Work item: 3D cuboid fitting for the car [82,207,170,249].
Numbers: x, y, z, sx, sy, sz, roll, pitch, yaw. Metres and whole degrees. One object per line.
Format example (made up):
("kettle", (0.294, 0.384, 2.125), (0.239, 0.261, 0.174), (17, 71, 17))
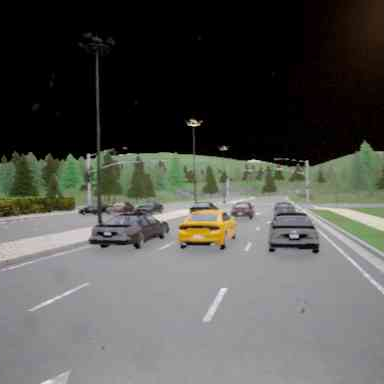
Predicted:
("car", (-2.679, 1.688, 15.483), (2.033, 1.411, 5.357), (-1, 0, 15))

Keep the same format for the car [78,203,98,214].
("car", (-11.702, 2.002, 40.795), (2.033, 1.411, 5.357), (-1, 0, 14))

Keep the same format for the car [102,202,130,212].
("car", (-8.413, 1.914, 39.548), (1.812, 1.442, 4.674), (-1, -1, 14))

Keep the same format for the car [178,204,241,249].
("car", (0.832, 1.551, 15.075), (1.882, 1.535, 5.008), (-1, 0, 15))

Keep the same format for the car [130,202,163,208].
("car", (-4.920, 1.867, 39.066), (2.033, 1.411, 5.357), (-1, 0, 14))

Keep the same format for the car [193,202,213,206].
("car", (1.154, 1.636, 30.494), (1.882, 1.535, 5.008), (-1, 0, 14))

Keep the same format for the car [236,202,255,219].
("car", (4.522, 1.616, 29.537), (1.812, 1.442, 4.674), (-1, 0, 14))

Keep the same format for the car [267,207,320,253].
("car", (4.096, 1.553, 13.727), (2.033, 1.411, 5.357), (-1, 0, 15))

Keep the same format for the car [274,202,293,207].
("car", (7.814, 1.570, 28.297), (2.033, 1.411, 5.357), (-1, 0, 14))
